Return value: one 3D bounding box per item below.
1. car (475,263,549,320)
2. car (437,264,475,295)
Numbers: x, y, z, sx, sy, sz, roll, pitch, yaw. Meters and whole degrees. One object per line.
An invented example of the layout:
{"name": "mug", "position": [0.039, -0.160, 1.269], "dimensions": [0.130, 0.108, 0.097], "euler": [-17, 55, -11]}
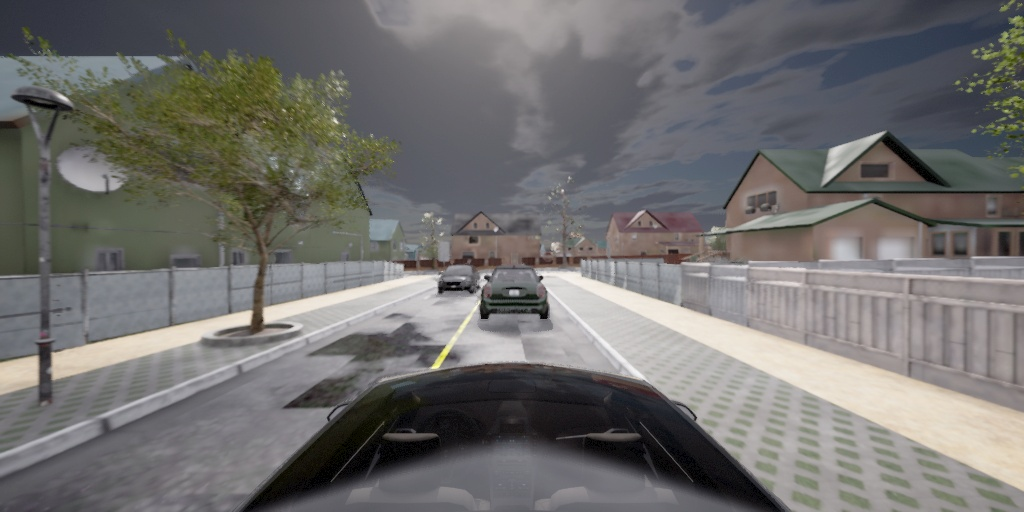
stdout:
{"name": "car", "position": [0.077, 1.080, 12.615], "dimensions": [2.097, 1.767, 4.553], "euler": [0, 0, 0]}
{"name": "car", "position": [-2.836, 1.222, 19.809], "dimensions": [1.837, 1.490, 4.892], "euler": [0, 0, 0]}
